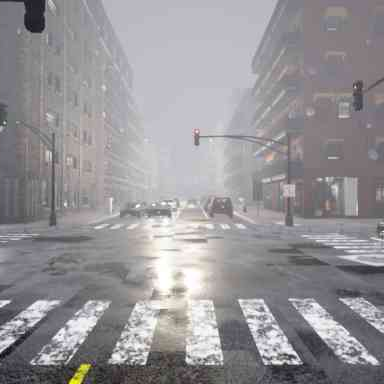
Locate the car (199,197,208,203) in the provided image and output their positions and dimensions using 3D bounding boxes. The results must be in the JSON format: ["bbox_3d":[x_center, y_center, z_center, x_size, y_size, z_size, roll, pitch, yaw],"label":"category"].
[{"bbox_3d":[2.538,1.728,74.702,1.802,1.307,4.206,1,0,0],"label":"car"}]

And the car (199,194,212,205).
[{"bbox_3d":[2.548,1.402,63.578,2.192,1.841,5.009,1,0,0],"label":"car"}]

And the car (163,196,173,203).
[{"bbox_3d":[-5.341,1.671,74.494,1.752,1.417,4.829,1,0,0],"label":"car"}]

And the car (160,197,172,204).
[{"bbox_3d":[-5.338,1.667,69.102,2.008,1.369,4.403,1,0,0],"label":"car"}]

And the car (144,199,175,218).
[{"bbox_3d":[-2.858,1.575,30.404,1.994,1.385,4.181,0,0,0],"label":"car"}]

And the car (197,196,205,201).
[{"bbox_3d":[2.530,1.813,91.393,1.947,1.339,4.313,1,0,0],"label":"car"}]

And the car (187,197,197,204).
[{"bbox_3d":[0.027,1.685,70.415,1.994,1.385,4.181,0,0,0],"label":"car"}]

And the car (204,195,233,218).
[{"bbox_3d":[2.570,1.326,30.220,2.192,1.841,5.009,1,0,0],"label":"car"}]

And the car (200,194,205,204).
[{"bbox_3d":[2.563,1.336,41.344,2.192,1.841,5.009,1,0,0],"label":"car"}]

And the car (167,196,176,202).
[{"bbox_3d":[-5.348,1.764,85.793,2.008,1.369,4.403,1,0,0],"label":"car"}]

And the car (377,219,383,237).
[{"bbox_3d":[11.030,1.354,15.251,4.553,1.767,2.097,0,-1,-2],"label":"car"}]

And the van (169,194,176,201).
[{"bbox_3d":[-5.347,1.588,91.358,1.690,1.788,3.998,1,0,0],"label":"van"}]

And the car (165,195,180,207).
[{"bbox_3d":[-2.784,1.565,50.495,1.812,1.442,4.674,0,0,0],"label":"car"}]

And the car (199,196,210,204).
[{"bbox_3d":[2.543,1.556,69.142,1.967,1.590,4.097,1,0,0],"label":"car"}]

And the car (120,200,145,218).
[{"bbox_3d":[-5.314,1.577,30.169,1.947,1.339,4.313,1,0,0],"label":"car"}]

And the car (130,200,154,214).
[{"bbox_3d":[-5.317,1.580,35.731,1.947,1.339,4.313,1,0,0],"label":"car"}]

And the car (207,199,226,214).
[{"bbox_3d":[2.563,1.540,35.949,1.752,1.417,4.829,1,0,0],"label":"car"}]

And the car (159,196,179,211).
[{"bbox_3d":[-2.847,1.545,40.294,1.812,1.442,4.674,0,0,0],"label":"car"}]

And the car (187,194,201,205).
[{"bbox_3d":[0.070,1.565,60.181,2.128,1.511,4.902,0,0,0],"label":"car"}]
